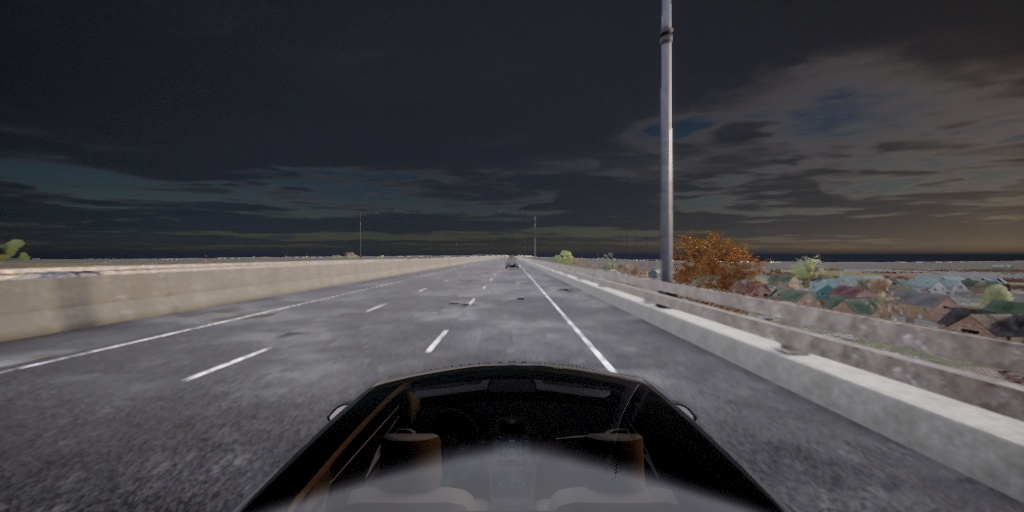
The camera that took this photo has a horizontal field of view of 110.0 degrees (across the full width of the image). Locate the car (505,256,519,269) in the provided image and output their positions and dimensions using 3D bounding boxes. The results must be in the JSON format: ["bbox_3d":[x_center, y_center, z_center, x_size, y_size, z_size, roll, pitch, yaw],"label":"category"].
[{"bbox_3d":[-0.016,1.169,56.046,2.097,1.767,4.553,0,0,0],"label":"car"}]

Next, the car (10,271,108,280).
[{"bbox_3d":[-17.489,1.296,13.778,2.033,1.411,5.357,0,0,-1],"label":"car"}]
